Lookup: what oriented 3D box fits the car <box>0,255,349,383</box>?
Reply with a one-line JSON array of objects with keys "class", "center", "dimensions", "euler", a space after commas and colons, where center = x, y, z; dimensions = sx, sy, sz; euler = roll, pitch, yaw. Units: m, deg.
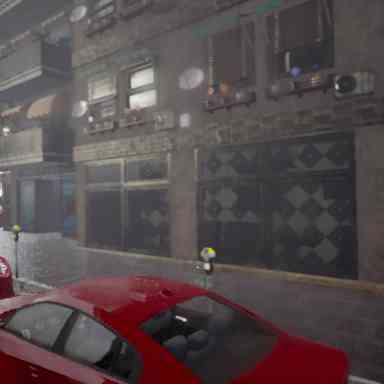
[{"class": "car", "center": [-0.839, 1.543, 3.343], "dimensions": [4.507, 1.381, 1.887], "euler": [0, -1, 36]}]
